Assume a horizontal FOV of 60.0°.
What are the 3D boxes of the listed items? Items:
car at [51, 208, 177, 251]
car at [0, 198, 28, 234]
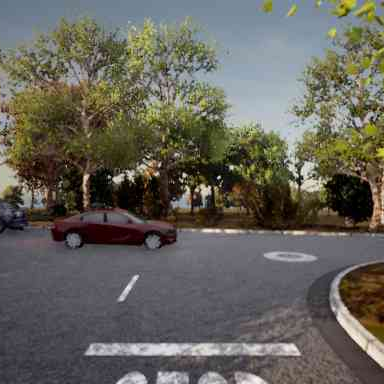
[{"bbox_3d":[-3.099,1.454,13.663,5.008,1.535,1.882,1,0,0],"label":"car"},{"bbox_3d":[-11.052,1.173,17.133,4.553,1.767,2.097,1,-1,0],"label":"car"}]
